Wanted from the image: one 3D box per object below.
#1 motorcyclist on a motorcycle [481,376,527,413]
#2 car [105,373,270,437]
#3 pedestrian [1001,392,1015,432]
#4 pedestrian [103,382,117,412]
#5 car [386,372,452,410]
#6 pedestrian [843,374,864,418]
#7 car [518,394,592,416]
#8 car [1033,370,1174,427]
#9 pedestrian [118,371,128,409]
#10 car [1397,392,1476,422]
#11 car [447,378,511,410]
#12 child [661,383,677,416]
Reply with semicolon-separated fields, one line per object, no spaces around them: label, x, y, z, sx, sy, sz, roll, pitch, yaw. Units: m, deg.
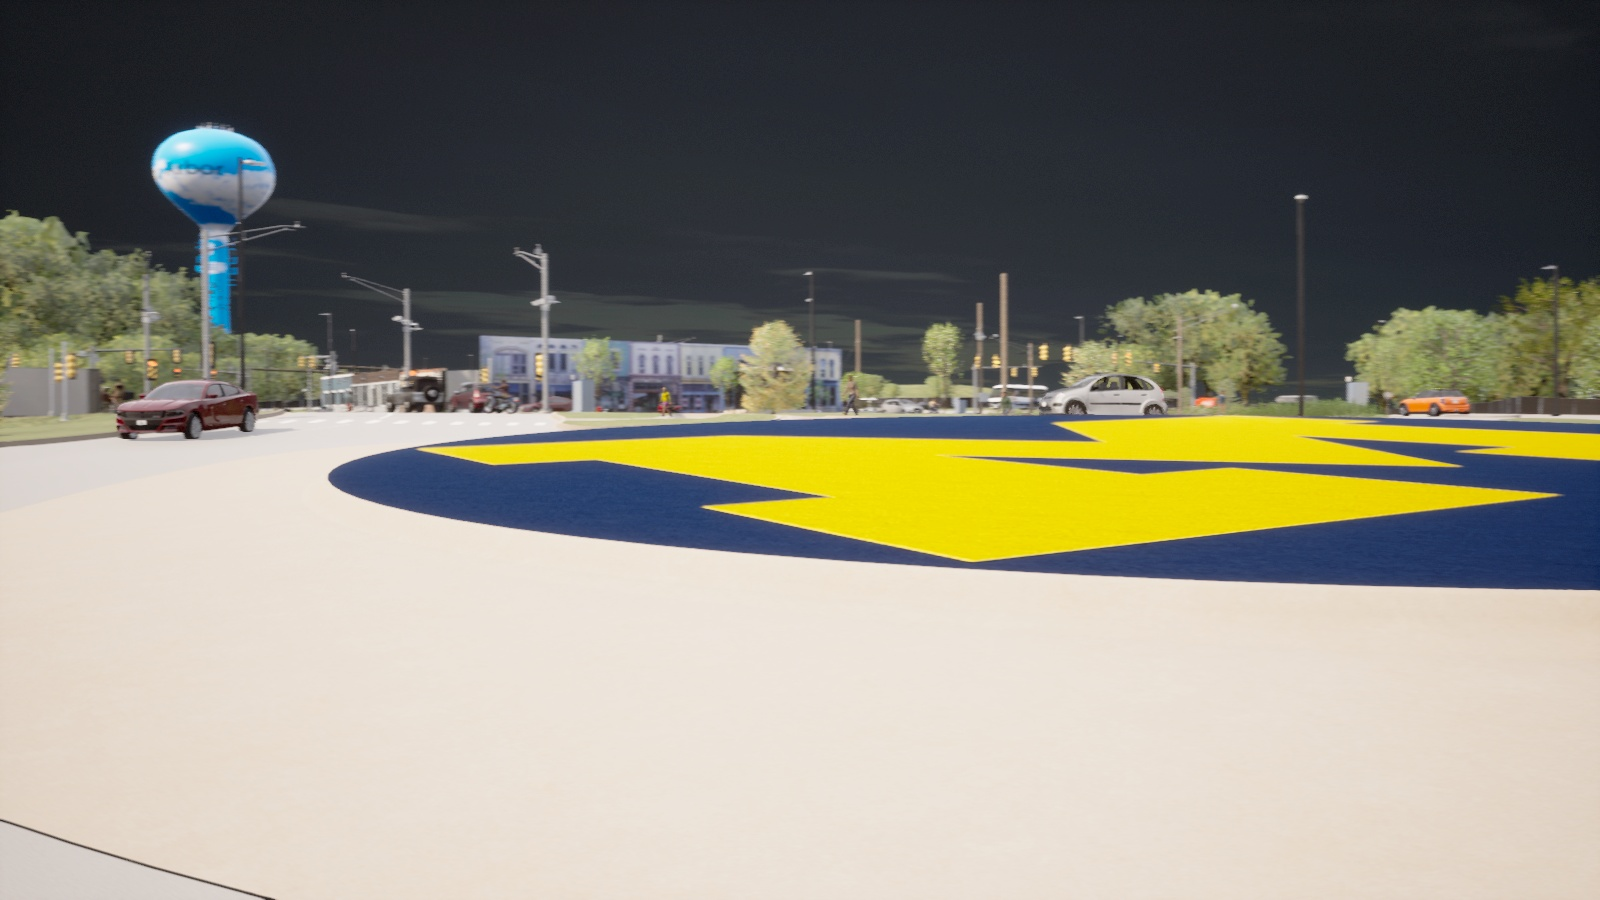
motorcyclist on a motorcycle;-13.659;-2.570;57.861;2.350;1.649;0.766;2;2;38
car;-16.418;-1.276;34.000;1.882;1.535;5.008;0;4;1
pedestrian;9.686;-1.771;58.447;0.614;1.847;0.353;-1;1;-40
pedestrian;-43.404;-3.332;78.993;0.431;1.840;0.703;0;1;6
car;-19.630;-2.999;64.640;1.905;1.878;3.866;-1;2;-40
pedestrian;2.211;-2.247;52.071;0.869;1.805;0.328;-1;1;-41
car;-16.946;-3.088;86.950;4.674;1.442;1.812;0;1;-33
car;9.804;-1.645;40.739;3.988;1.617;1.851;2;0;-12
pedestrian;-35.098;-3.096;65.087;0.396;1.930;0.692;0;1;-33
car;39.345;-2.648;77.788;2.097;1.767;4.553;0;2;-8
car;-17.041;-2.916;66.478;1.851;1.617;3.988;-1;2;-38
child;-4.662;-1.782;44.696;0.299;1.160;0.473;1;1;44
